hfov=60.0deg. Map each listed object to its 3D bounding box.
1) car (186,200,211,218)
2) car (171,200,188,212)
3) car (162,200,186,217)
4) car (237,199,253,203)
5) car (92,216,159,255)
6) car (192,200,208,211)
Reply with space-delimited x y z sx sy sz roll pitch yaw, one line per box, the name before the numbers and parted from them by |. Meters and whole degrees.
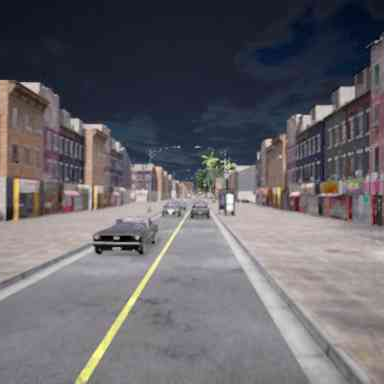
car | 0.818 1.771 33.177 2.128 1.511 4.902 0 0 1
car | -1.721 1.891 47.026 2.128 1.511 4.902 0 -1 1
car | -2.008 1.762 34.703 2.128 1.511 4.902 0 -1 2
car | 14.374 2.457 90.659 4.313 1.339 1.947 0 -1 1
car | -2.575 1.690 13.823 1.895 1.301 4.718 0 0 2
car | 1.153 1.909 48.129 2.128 1.511 4.902 0 -1 1
